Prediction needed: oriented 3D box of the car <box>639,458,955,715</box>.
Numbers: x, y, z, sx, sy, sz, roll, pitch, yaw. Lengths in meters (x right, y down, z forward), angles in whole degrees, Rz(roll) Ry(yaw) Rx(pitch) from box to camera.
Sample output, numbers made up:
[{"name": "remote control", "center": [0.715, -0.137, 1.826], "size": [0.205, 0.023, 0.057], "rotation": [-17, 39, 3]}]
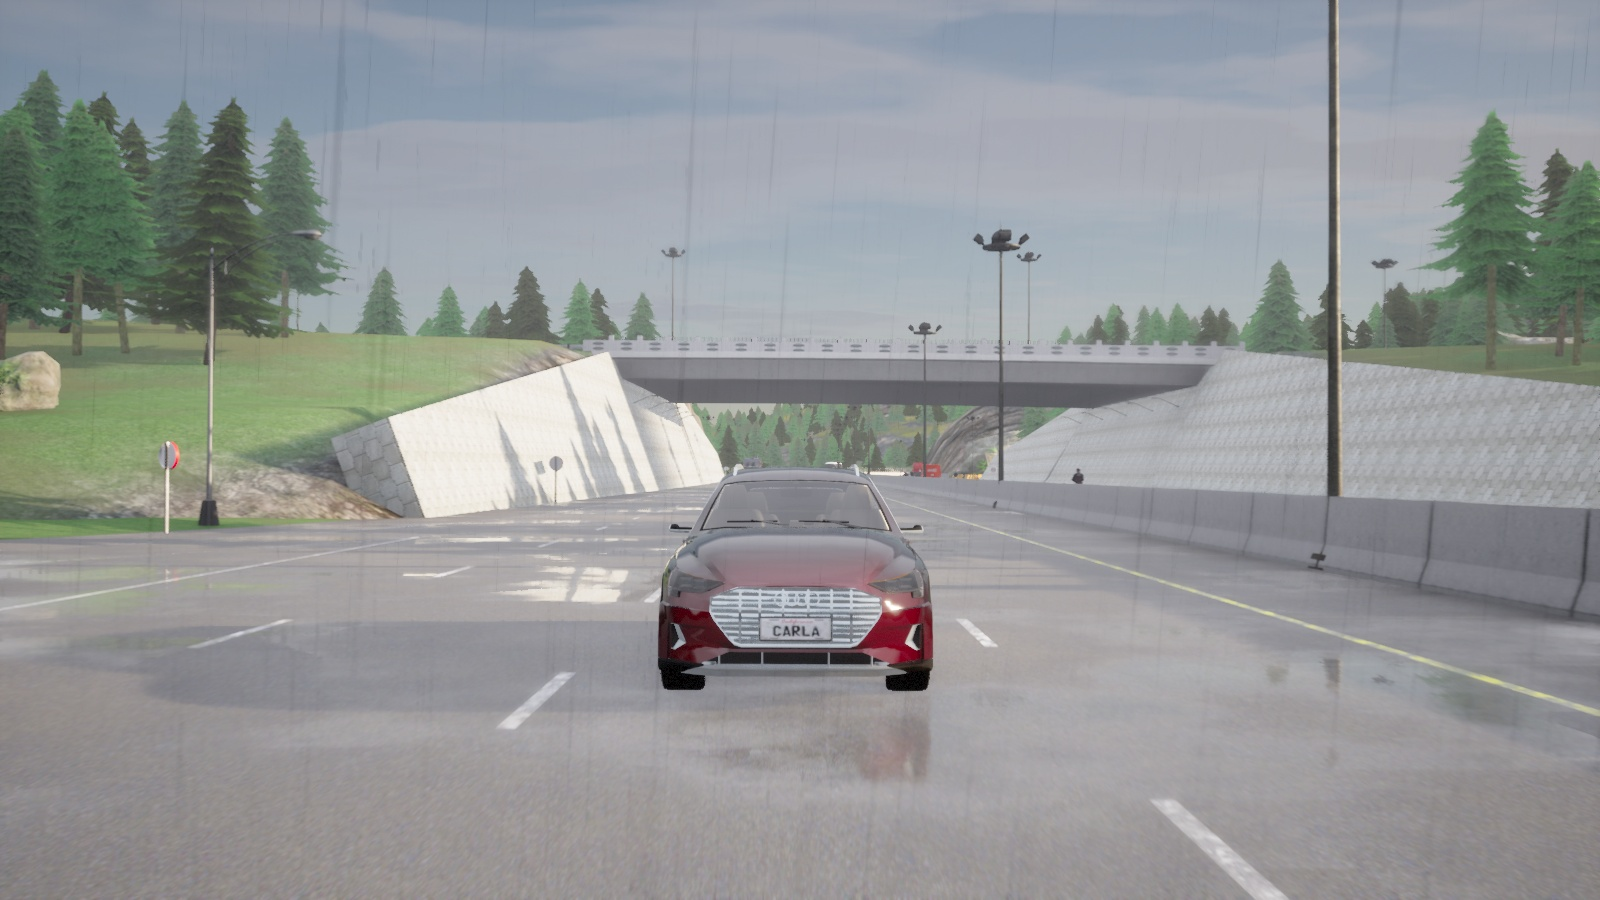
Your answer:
[{"name": "car", "center": [-0.026, 0.922, 10.549], "size": [2.033, 1.649, 4.856], "rotation": [0, -1, 0]}]
